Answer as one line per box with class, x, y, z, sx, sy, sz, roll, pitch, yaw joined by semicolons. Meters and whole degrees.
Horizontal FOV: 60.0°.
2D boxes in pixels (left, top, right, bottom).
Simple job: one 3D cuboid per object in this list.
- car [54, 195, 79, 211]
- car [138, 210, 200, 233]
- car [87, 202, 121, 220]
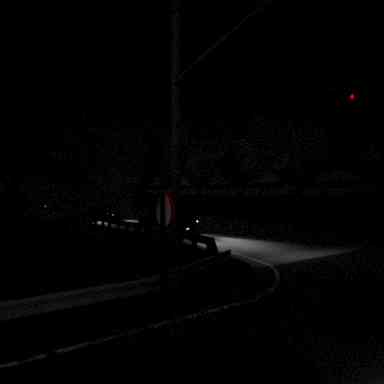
car;-16.686;1.404;44.507;2.150;2.045;5.566;-1;0;-6
car;-1.511;1.792;20.772;1.895;1.301;4.718;0;0;-35
car;-8.044;1.697;30.077;1.837;1.490;4.892;0;0;-35
